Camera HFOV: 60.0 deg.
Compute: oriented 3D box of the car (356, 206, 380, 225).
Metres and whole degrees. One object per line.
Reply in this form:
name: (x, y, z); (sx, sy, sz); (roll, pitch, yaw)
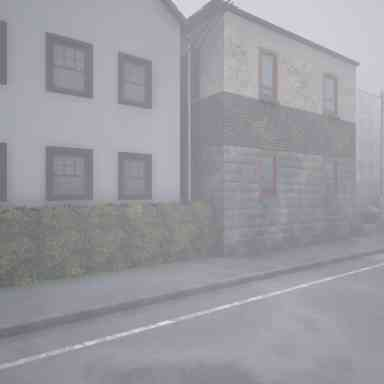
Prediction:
car: (12.731, 1.724, 24.762); (2.033, 1.411, 5.357); (0, 0, -36)
